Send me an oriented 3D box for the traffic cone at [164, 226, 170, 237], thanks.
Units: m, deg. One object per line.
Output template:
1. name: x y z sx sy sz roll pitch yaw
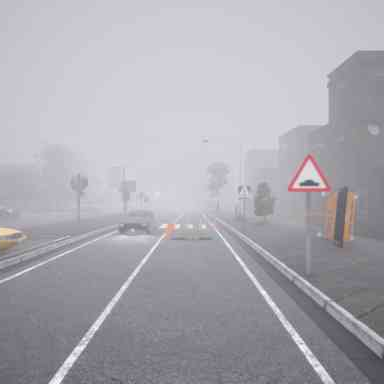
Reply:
1. traffic cone: -1.371 2.171 18.194 0.340 0.580 0.340 0 -1 0

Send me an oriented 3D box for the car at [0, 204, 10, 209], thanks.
1. car: -21.890 2.190 34.315 4.674 1.452 2.002 0 -2 0

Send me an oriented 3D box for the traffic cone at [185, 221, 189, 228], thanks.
1. traffic cone: -0.365 2.328 24.193 0.340 0.580 0.340 0 -2 0

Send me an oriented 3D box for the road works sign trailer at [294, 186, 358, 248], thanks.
1. road works sign trailer: 6.010 1.014 14.499 2.880 2.380 3.560 6 -1 13

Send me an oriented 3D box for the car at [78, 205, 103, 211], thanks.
1. car: -21.776 3.426 71.499 4.674 1.452 2.002 0 -2 0

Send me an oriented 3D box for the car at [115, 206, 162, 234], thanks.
1. car: -3.338 1.842 21.390 2.033 1.411 5.357 0 -2 0

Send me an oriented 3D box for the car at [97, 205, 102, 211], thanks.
1. car: -21.797 3.281 68.353 5.008 1.535 2.097 0 -2 0

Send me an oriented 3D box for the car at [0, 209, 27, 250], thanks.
1. car: -9.369 1.587 12.939 5.366 1.575 1.946 0 -1 0

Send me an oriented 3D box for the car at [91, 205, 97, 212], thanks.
1. car: -21.799 3.173 65.082 4.892 1.521 2.231 0 -2 0

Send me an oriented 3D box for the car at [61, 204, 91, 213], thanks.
1. car: -21.815 3.103 61.806 4.674 1.452 2.002 0 -2 0

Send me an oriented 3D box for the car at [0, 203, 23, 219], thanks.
1. car: -21.950 2.128 37.489 4.553 1.767 2.185 0 -2 0

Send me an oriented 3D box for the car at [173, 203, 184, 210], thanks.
1. car: -3.036 3.832 83.768 2.128 1.511 4.902 0 -2 0
